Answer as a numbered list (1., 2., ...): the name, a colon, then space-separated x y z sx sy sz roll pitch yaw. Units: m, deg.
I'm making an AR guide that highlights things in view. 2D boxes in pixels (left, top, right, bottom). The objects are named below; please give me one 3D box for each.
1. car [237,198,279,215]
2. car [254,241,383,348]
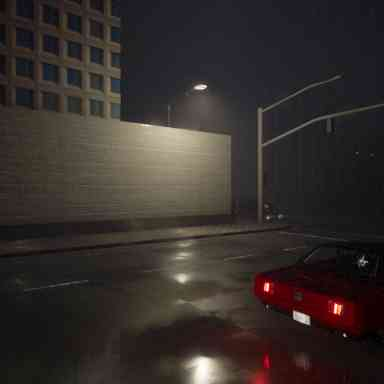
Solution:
1. car: 6.863 1.407 34.721 2.097 1.767 4.553 0 0 -35
2. car: 3.467 1.601 6.259 4.718 1.301 1.895 0 0 -35
